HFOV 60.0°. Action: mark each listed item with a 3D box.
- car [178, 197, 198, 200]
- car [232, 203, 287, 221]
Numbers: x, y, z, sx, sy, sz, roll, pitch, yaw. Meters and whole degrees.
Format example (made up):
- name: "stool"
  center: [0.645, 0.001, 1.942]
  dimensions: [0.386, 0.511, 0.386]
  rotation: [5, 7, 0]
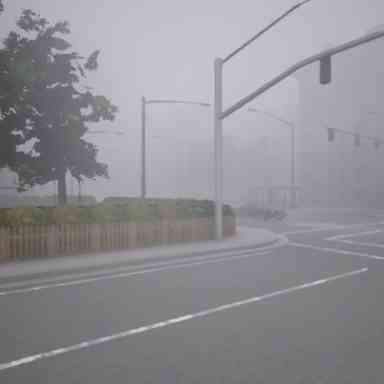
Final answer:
- name: "car"
  center: [-0.144, 1.341, 35.527]
  dimensions: [2.097, 1.767, 4.553]
  rotation: [0, 0, -35]
- name: "car"
  center: [5.484, 1.590, 27.405]
  dimensions: [1.895, 1.301, 4.718]
  rotation: [0, 0, -35]
